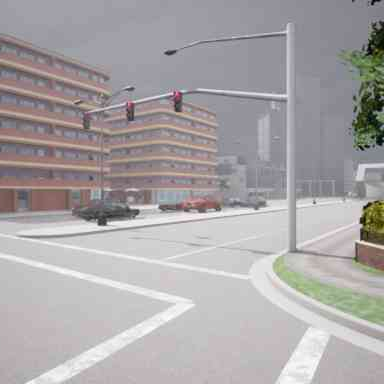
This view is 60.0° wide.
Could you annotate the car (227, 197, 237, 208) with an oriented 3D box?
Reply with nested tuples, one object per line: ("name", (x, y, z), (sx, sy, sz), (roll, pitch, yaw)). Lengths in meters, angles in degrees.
("car", (5.919, 1.526, 48.959), (1.812, 1.442, 4.674), (0, 0, 36))

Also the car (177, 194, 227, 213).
("car", (1.222, 1.224, 36.616), (2.150, 2.045, 5.566), (0, 0, 36))

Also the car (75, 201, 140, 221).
("car", (-6.368, 1.601, 26.194), (1.895, 1.301, 4.718), (0, 0, 36))

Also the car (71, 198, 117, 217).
("car", (-8.320, 1.352, 29.450), (2.097, 1.767, 4.553), (0, 0, 36))

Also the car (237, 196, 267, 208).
("car", (8.786, 1.352, 46.954), (2.097, 1.767, 4.553), (0, 0, 36))

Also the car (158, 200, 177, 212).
("car", (-1.755, 1.601, 38.469), (1.895, 1.301, 4.718), (0, 0, 36))
